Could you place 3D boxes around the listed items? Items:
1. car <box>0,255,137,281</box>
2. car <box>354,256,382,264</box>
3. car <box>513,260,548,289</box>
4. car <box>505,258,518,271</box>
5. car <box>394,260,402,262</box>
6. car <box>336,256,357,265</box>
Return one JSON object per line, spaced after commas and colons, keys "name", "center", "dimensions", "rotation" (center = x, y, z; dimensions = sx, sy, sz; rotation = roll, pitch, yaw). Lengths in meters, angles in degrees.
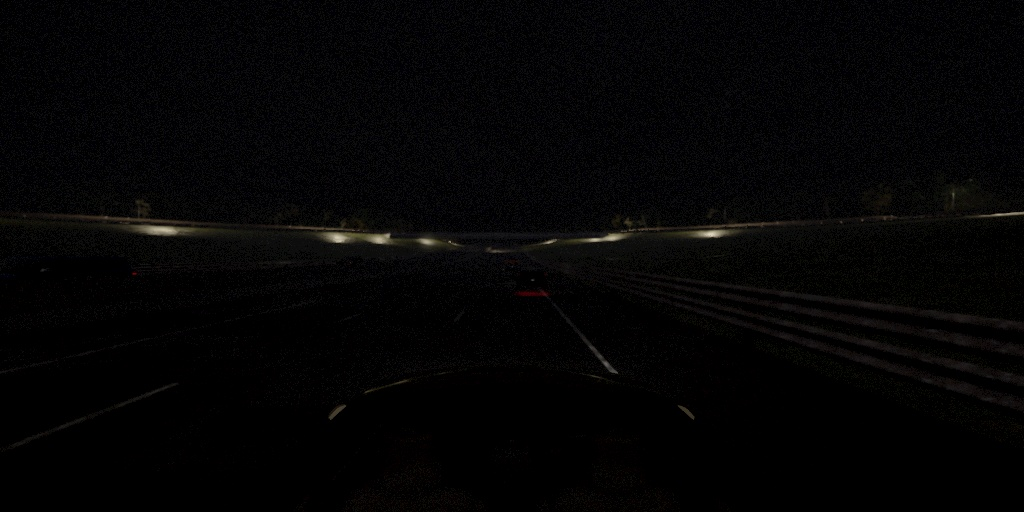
{"name": "car", "center": [-17.592, 0.979, 13.482], "dimensions": [2.150, 2.045, 5.566], "rotation": [0, 0, 0]}
{"name": "car", "center": [-21.062, 1.228, 53.628], "dimensions": [2.128, 1.511, 4.902], "rotation": [0, 1, 1]}
{"name": "car", "center": [1.213, 1.255, 23.488], "dimensions": [1.882, 1.535, 5.008], "rotation": [0, 0, 0]}
{"name": "car", "center": [0.031, 1.343, 48.789], "dimensions": [1.994, 1.385, 4.181], "rotation": [0, 0, 0]}
{"name": "car", "center": [-17.554, 1.292, 54.706], "dimensions": [1.994, 1.385, 4.181], "rotation": [0, 1, 1]}
{"name": "car", "center": [-24.544, 0.969, 54.711], "dimensions": [2.150, 2.045, 5.566], "rotation": [0, 1, 0]}
